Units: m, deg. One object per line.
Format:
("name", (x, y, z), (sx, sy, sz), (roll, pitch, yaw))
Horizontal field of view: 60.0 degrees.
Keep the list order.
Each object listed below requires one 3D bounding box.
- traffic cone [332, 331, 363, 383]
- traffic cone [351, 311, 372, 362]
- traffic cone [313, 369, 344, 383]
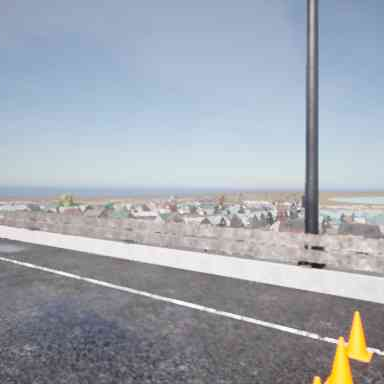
("traffic cone", (1.702, 1.954, 3.800), (0.340, 0.580, 0.340), (0, 0, 36))
("traffic cone", (2.284, 1.954, 4.613), (0.340, 0.580, 0.340), (0, 0, 36))
("traffic cone", (1.120, 1.954, 2.986), (0.340, 0.580, 0.340), (0, 0, 36))
